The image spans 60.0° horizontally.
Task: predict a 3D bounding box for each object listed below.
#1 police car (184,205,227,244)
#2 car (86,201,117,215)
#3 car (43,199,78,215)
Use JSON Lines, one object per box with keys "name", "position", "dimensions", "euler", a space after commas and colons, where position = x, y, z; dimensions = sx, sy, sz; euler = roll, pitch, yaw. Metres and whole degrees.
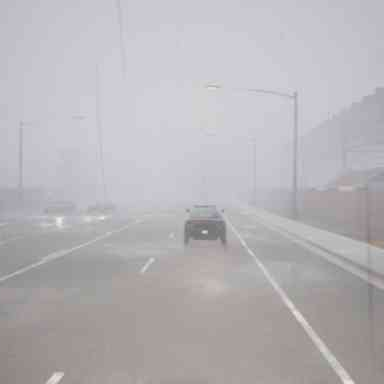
{"name": "police car", "position": [0.652, 1.480, 16.420], "dimensions": [1.930, 1.638, 5.238], "euler": [1, 0, 2]}
{"name": "car", "position": [-9.212, 1.558, 34.036], "dimensions": [1.895, 1.301, 4.718], "euler": [1, 0, 2]}
{"name": "car", "position": [-12.776, 1.435, 32.553], "dimensions": [1.837, 1.490, 4.892], "euler": [1, 0, 2]}
